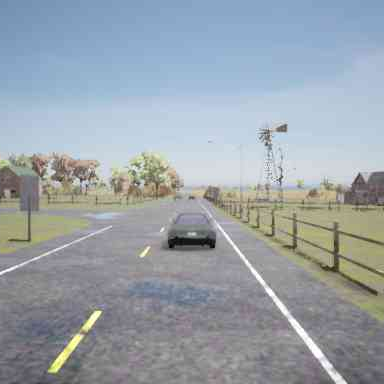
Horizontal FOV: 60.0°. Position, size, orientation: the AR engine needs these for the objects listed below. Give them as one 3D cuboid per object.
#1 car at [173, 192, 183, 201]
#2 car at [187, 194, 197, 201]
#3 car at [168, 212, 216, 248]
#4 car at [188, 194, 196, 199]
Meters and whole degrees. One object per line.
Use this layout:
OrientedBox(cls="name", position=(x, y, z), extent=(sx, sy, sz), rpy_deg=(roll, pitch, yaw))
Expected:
OrientedBox(cls="car", position=(-3.500, 1.093, 83.894), extent=(2.150, 2.045, 5.566), rpy_deg=(0, 0, 0))
OrientedBox(cls="car", position=(0.000, 1.371, 80.162), extent=(1.837, 1.490, 4.892), rpy_deg=(0, 0, 0))
OrientedBox(cls="car", position=(0.000, 1.567, 14.652), extent=(1.994, 1.385, 4.181), rpy_deg=(0, 0, 0))
OrientedBox(cls="car", position=(0.001, 1.351, 93.498), extent=(1.994, 1.385, 4.181), rpy_deg=(0, 0, 0))
